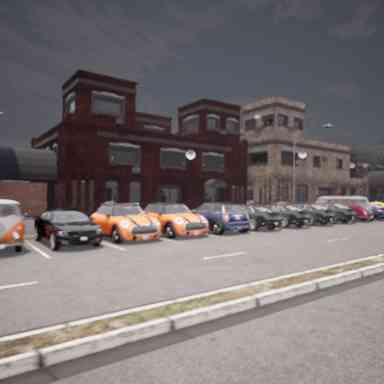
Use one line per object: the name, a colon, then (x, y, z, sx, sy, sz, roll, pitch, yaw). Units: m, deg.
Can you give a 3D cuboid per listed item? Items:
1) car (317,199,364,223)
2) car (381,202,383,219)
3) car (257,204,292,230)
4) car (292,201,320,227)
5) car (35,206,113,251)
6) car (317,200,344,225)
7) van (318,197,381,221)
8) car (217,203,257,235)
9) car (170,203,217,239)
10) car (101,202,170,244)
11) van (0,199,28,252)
car: (10.168, 1.577, 25.831, 2.231, 1.521, 4.892, 0, 0, -36)
car: (14.652, 1.651, 29.040, 2.002, 1.452, 4.674, 0, 0, -36)
car: (3.439, 1.534, 21.023, 2.231, 1.521, 4.892, 0, 0, -36)
car: (5.683, 1.547, 22.626, 2.231, 1.521, 4.892, 0, 0, -36)
car: (-5.540, 1.489, 14.620, 2.097, 1.535, 5.008, 0, 0, -36)
car: (7.926, 1.562, 24.229, 2.231, 1.521, 4.892, 0, 0, -36)
van: (12.578, 1.369, 27.417, 1.878, 1.987, 4.442, 0, 0, -36)
car: (1.212, 1.394, 19.400, 2.185, 1.767, 4.553, 0, 0, -36)
car: (-1.069, 1.383, 17.847, 2.185, 1.767, 4.553, 0, 0, -36)
car: (-3.311, 1.373, 16.244, 2.185, 1.767, 4.553, 0, 0, -36)
van: (-7.712, 1.255, 12.918, 1.878, 1.987, 4.442, 0, 0, -36)
